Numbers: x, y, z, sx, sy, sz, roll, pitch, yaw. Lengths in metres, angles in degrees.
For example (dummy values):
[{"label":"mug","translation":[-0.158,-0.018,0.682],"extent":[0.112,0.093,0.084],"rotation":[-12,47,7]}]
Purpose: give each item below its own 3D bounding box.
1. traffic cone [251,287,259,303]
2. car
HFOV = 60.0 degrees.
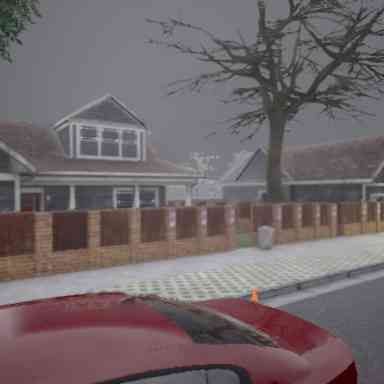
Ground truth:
[{"label":"traffic cone","translation":[1.088,1.944,5.748],"extent":[0.340,0.580,0.340],"rotation":[0,0,-35]},{"label":"car","translation":[-1.105,1.475,1.756],"extent":[5.008,1.535,1.882],"rotation":[0,0,-35]}]
